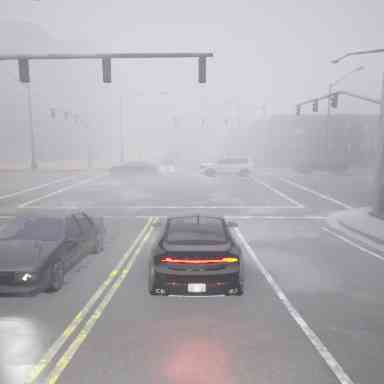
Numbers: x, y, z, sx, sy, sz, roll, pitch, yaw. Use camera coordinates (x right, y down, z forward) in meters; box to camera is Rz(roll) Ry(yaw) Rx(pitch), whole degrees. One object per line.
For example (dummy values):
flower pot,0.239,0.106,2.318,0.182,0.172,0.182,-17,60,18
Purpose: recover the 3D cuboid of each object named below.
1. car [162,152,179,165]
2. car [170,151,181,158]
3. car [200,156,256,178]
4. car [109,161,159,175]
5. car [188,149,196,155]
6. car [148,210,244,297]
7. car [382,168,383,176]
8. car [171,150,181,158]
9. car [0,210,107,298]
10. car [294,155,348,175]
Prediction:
car,-3.548,-4.889,50.673,2.033,1.411,5.357,0,9,0
car,-3.509,-6.645,60.803,2.097,1.767,4.553,0,9,0
car,3.528,-2.471,32.829,5.566,2.045,2.150,0,9,0
car,-6.304,-2.688,36.379,5.357,1.411,2.033,0,9,0
car,0.083,-10.426,86.682,1.994,1.385,4.181,0,9,0
car,0.079,1.201,8.008,1.837,1.490,4.892,0,4,0
car,21.161,-2.143,32.800,5.357,1.411,2.033,0,9,1
car,-3.432,-8.084,70.981,1.882,1.535,5.008,0,9,0
car,-3.613,1.222,8.394,2.033,1.411,5.357,0,4,0
car,14.063,-3.002,36.246,5.566,2.045,2.150,0,9,0
